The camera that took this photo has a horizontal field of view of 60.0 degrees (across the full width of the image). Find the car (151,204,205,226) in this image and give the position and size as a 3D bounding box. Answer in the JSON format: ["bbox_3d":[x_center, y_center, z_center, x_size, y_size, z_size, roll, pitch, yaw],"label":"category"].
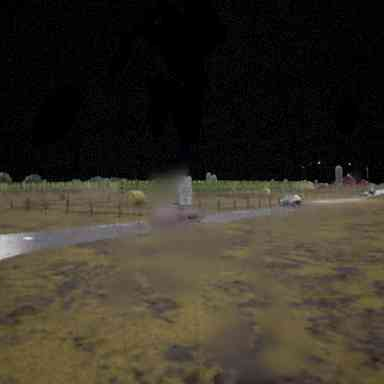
[{"bbox_3d":[-0.868,1.473,22.515,1.994,1.385,4.181,-2,-1,35],"label":"car"}]

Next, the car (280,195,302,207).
[{"bbox_3d":[14.666,1.211,49.333,2.097,1.767,4.553,-2,0,35],"label":"car"}]
